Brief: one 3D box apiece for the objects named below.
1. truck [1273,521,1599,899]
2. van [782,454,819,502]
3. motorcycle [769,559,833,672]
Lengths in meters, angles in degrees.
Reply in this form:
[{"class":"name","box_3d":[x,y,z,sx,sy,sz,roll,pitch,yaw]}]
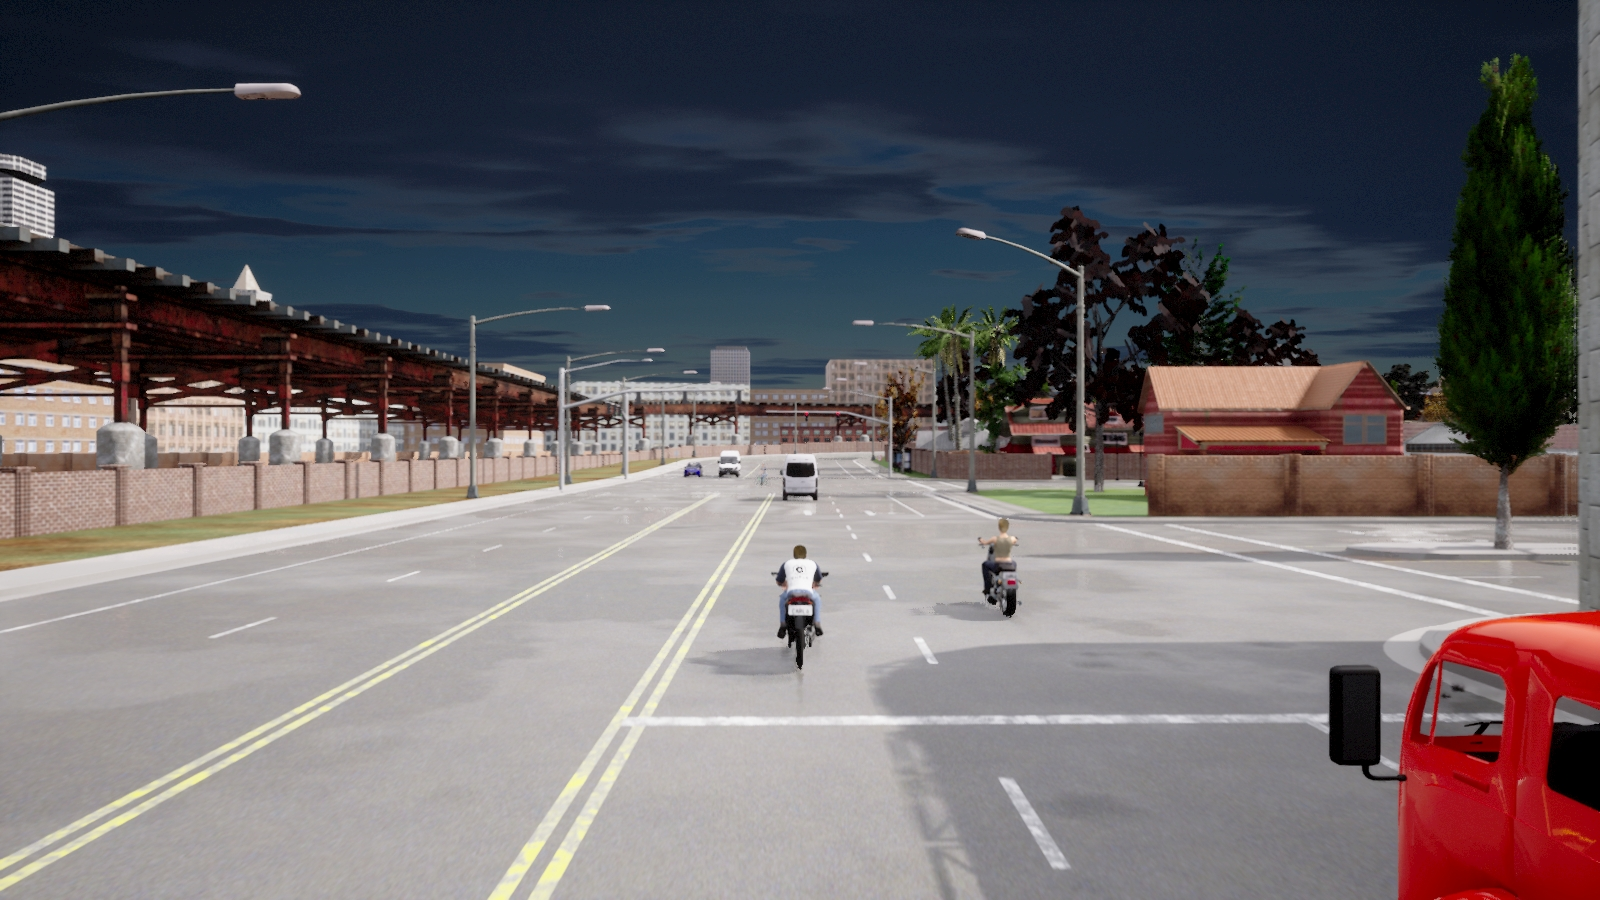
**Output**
[{"class":"truck","box_3d":[3.500,1.572,2.674,2.627,2.467,5.204,0,0,0]},{"class":"van","box_3d":[-0.001,1.529,64.851,1.988,2.561,5.915,0,0,-1]},{"class":"motorcycle","box_3d":[0.018,2.172,15.327,0.803,1.224,2.033,0,0,0]}]
